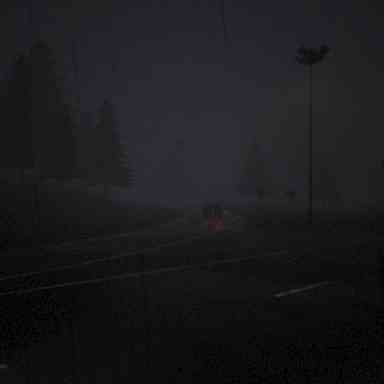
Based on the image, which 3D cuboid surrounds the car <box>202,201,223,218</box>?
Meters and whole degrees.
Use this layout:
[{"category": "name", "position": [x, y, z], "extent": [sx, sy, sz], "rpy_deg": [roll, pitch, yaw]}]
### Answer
[{"category": "car", "position": [1.983, 1.668, 32.445], "extent": [2.128, 1.511, 4.902], "rpy_deg": [1, 0, 2]}]
